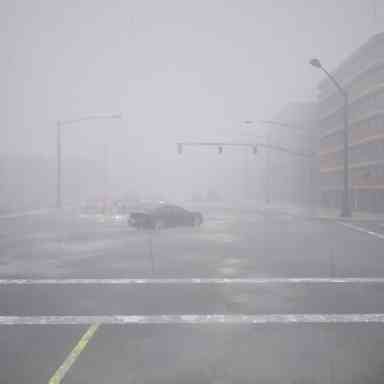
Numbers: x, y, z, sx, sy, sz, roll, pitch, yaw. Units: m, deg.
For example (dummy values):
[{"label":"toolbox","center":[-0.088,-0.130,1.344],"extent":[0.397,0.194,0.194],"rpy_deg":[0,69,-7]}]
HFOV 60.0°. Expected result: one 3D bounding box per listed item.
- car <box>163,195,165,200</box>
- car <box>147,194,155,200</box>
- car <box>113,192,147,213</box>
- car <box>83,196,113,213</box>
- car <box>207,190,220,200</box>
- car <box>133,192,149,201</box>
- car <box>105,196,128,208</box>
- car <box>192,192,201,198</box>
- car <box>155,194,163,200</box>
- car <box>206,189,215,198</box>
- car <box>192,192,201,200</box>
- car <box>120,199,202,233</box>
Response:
[{"label":"car","center":[-6.180,1.012,62.779],"extent":[1.895,1.301,4.718],"rpy_deg":[0,1,1]},{"label":"car","center":[-6.289,1.277,43.369],"extent":[1.812,1.442,4.674],"rpy_deg":[0,1,0]},{"label":"car","center":[-6.320,1.226,34.486],"extent":[2.097,1.767,4.553],"rpy_deg":[0,1,0]},{"label":"car","center":[-9.818,1.225,34.831],"extent":[2.097,1.767,4.553],"rpy_deg":[0,1,0]},{"label":"car","center":[4.487,0.919,65.903],"extent":[1.994,1.385,4.181],"rpy_deg":[0,1,0]},{"label":"car","center":[-9.674,0.896,63.169],"extent":[2.128,1.511,4.902],"rpy_deg":[0,1,1]},{"label":"car","center":[-9.789,1.314,43.473],"extent":[1.994,1.385,4.181],"rpy_deg":[0,1,0]},{"label":"car","center":[0.919,0.649,75.735],"extent":[2.033,1.411,5.357],"rpy_deg":[0,1,0]},{"label":"car","center":[-6.253,1.080,52.650],"extent":[2.128,1.511,4.902],"rpy_deg":[0,1,0]},{"label":"car","center":[4.421,0.425,75.886],"extent":[2.150,2.045,5.566],"rpy_deg":[0,1,0]},{"label":"car","center":[0.885,0.959,65.759],"extent":[1.895,1.301,4.718],"rpy_deg":[0,1,0]},{"label":"car","center":[-1.479,1.441,19.747],"extent":[1.882,1.535,5.008],"rpy_deg":[2,1,44]}]
